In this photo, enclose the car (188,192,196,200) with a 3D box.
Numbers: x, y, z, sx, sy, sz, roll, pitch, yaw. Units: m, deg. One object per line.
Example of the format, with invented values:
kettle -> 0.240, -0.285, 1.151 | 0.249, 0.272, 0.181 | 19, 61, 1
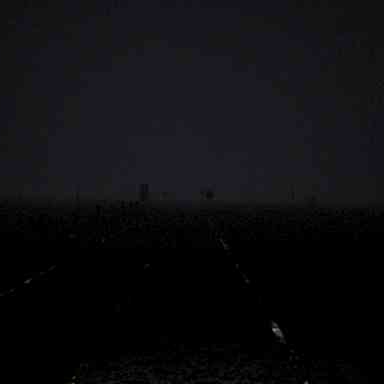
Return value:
car -> -0.018, 1.308, 90.693 | 2.097, 1.767, 4.553 | 0, 0, 0
